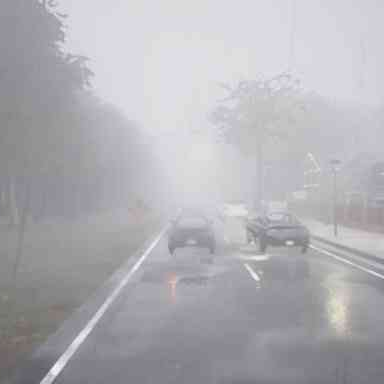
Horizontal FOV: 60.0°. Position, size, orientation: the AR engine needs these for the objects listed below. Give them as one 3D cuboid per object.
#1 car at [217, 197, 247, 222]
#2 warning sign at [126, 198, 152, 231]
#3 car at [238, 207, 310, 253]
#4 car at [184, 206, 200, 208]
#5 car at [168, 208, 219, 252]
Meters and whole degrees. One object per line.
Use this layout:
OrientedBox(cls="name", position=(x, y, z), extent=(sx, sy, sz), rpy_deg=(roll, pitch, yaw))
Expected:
OrientedBox(cls="car", position=(3.493, 1.488, 29.014), extent=(2.150, 2.045, 5.566), rpy_deg=(0, 0, 0))
OrientedBox(cls="warning sign", position=(-3.069, 1.297, 19.365), extent=(1.300, 1.860, 1.060), rpy_deg=(-1, -1, 0))
OrientedBox(cls="car", position=(3.499, 1.627, 14.315), extent=(2.128, 1.511, 4.902), rpy_deg=(0, 0, 0))
OrientedBox(cls="car", position=(-0.007, 1.873, 29.118), extent=(1.895, 1.301, 4.718), rpy_deg=(0, 0, 0))
OrientedBox(cls="car", position=(0.000, 1.661, 14.387), extent=(1.812, 1.442, 4.674), rpy_deg=(0, 0, 0))
